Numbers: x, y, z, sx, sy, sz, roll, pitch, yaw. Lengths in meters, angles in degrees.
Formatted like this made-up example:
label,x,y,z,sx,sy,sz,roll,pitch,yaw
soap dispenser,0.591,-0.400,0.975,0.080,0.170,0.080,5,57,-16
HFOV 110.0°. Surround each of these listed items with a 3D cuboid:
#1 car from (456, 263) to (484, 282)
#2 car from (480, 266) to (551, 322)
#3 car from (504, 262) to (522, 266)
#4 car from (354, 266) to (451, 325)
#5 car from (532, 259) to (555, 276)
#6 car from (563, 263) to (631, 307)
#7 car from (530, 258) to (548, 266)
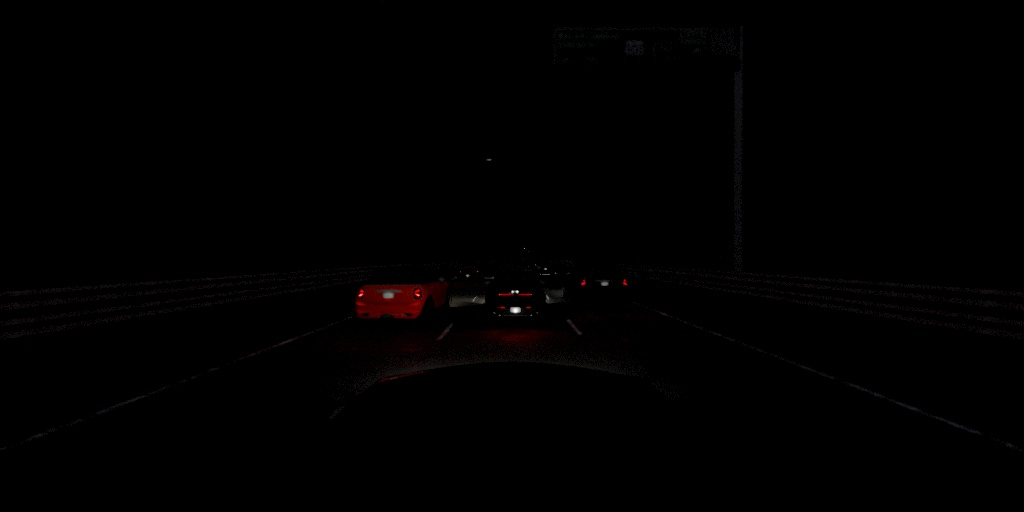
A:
label,x,y,z,sx,sy,sz,roll,pitch,yaw
car,-3.387,1.326,29.799,1.812,1.442,4.674,0,0,0
car,0.099,1.262,12.397,1.837,1.490,4.892,0,0,0
car,0.116,1.280,30.278,1.882,1.535,5.008,0,0,0
car,-3.401,1.109,12.001,2.097,1.767,4.553,0,0,0
car,3.565,1.369,39.630,1.994,1.385,4.181,0,0,1
car,3.497,1.077,15.629,2.097,1.767,4.553,0,0,0
car,3.804,1.358,51.525,1.837,1.490,4.892,0,0,2
